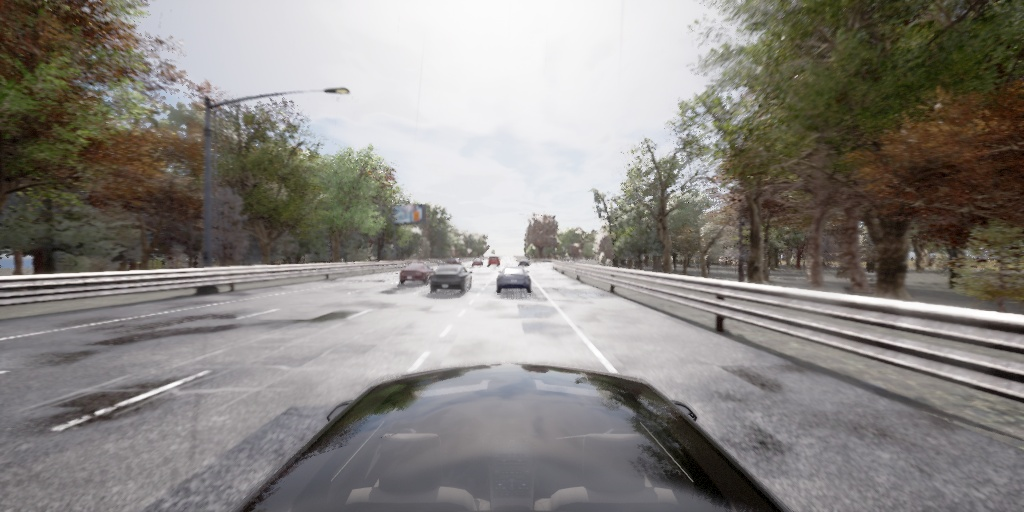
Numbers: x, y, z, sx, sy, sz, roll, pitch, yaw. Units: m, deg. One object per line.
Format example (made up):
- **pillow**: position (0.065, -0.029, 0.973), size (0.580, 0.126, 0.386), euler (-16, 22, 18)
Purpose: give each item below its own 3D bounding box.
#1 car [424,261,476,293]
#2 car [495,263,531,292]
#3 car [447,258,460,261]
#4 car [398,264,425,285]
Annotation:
- **car**: position (-3.397, 1.260, 20.606), size (1.837, 1.490, 4.892), euler (0, 0, 0)
- **car**: position (0.102, 1.318, 21.514), size (1.994, 1.385, 4.181), euler (0, 0, 0)
- **car**: position (-10.395, 1.115, 63.902), size (2.097, 1.767, 4.553), euler (0, 0, 0)
- **car**: position (-6.896, 1.281, 26.484), size (1.812, 1.442, 4.674), euler (0, 0, 0)
